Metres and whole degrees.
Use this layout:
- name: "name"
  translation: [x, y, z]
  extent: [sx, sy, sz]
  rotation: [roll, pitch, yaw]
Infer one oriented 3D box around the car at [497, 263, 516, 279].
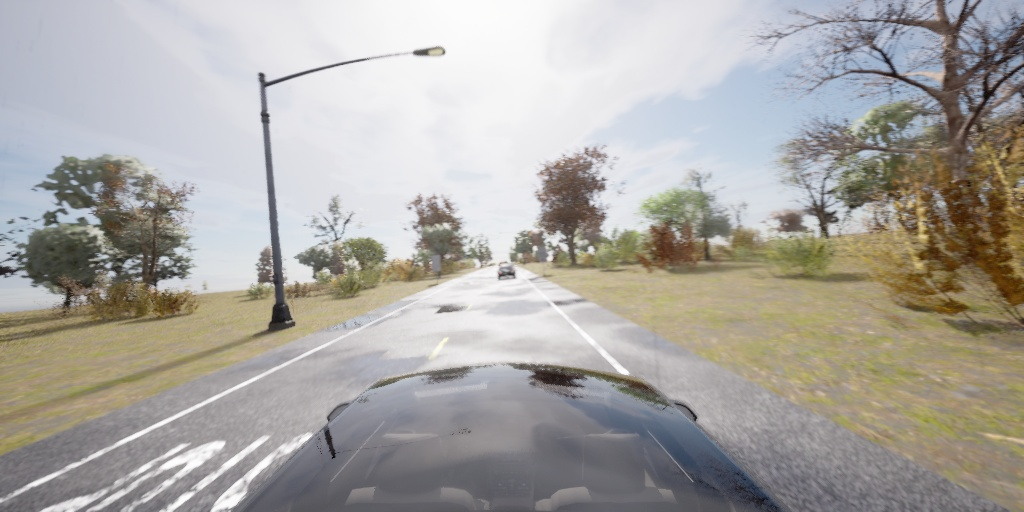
- name: "car"
  translation: [-0.550, 1.673, 37.828]
  extent: [1.895, 1.301, 4.718]
  rotation: [-5, 0, -1]
